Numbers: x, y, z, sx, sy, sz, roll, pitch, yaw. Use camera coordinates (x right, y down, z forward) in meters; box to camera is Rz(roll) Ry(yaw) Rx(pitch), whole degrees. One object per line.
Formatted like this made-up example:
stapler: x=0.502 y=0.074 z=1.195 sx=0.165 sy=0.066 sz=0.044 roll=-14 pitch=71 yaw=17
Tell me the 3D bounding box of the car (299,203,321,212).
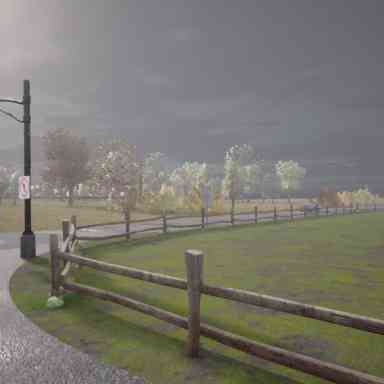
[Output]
car: x=18.929 y=2.448 z=52.965 sx=2.033 sy=1.411 sz=5.357 roll=-1 pitch=-2 yaw=40
